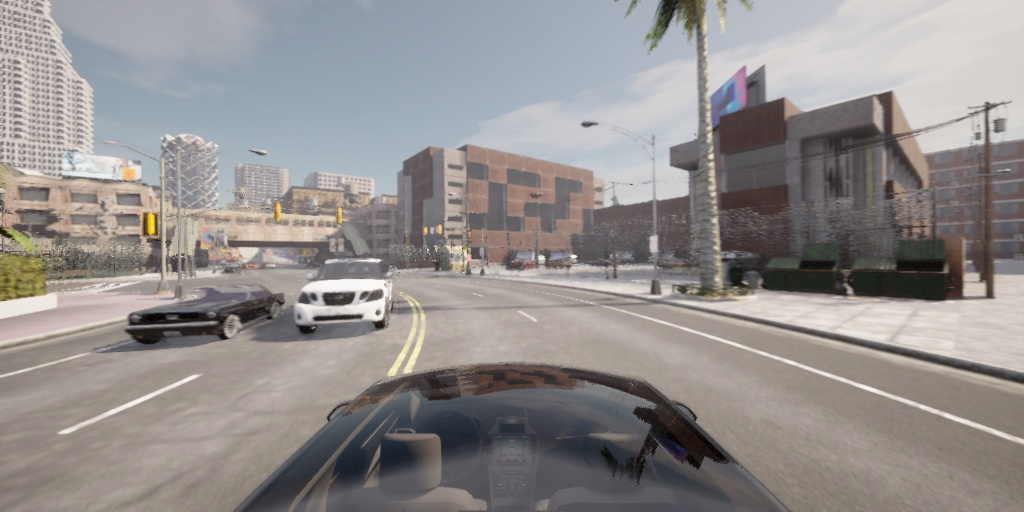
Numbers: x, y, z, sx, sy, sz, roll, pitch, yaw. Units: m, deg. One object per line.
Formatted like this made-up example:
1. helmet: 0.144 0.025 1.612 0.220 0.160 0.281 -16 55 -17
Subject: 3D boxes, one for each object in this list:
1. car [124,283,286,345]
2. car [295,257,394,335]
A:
1. car: -8.325 1.484 10.311 1.895 1.301 4.718 -1 0 -15
2. car: -5.018 1.061 11.503 2.150 2.045 5.566 -1 0 -15
